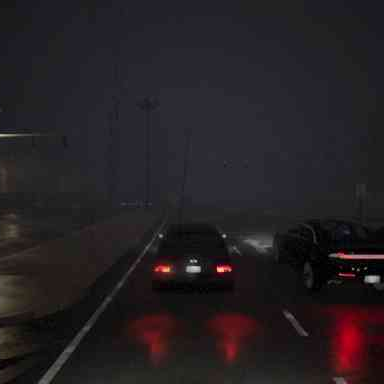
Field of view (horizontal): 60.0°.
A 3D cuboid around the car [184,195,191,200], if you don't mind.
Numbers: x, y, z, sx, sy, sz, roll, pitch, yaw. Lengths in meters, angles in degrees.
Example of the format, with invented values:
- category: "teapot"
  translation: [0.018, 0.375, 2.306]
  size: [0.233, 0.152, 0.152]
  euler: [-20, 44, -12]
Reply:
- category: "car"
  translation: [-1.174, 1.454, 89.328]
  size: [2.033, 1.411, 5.357]
  euler: [0, 0, 0]

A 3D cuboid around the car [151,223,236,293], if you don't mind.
- category: "car"
  translation: [0.019, 1.539, 8.953]
  size: [2.033, 1.411, 5.357]
  euler: [0, 0, 0]

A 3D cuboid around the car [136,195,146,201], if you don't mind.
- category: "car"
  translation: [-12.683, 1.450, 82.436]
  size: [1.812, 1.442, 4.674]
  euler: [0, 0, 0]

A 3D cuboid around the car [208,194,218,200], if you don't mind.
- category: "car"
  translation: [5.826, 1.392, 89.336]
  size: [1.882, 1.535, 5.008]
  euler: [0, 0, 0]

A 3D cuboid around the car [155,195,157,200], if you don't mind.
- category: "car"
  translation: [-9.183, 1.426, 82.571]
  size: [1.837, 1.490, 4.892]
  euler: [0, 0, 0]

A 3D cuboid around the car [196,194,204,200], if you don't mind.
- category: "car"
  translation: [2.326, 1.415, 89.406]
  size: [1.837, 1.490, 4.892]
  euler: [0, 0, 0]

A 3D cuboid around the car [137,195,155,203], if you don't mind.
- category: "car"
  translation: [-9.218, 1.465, 67.119]
  size: [1.812, 1.442, 4.674]
  euler: [0, 0, 1]

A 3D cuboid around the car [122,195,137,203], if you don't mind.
- category: "car"
  translation: [-12.712, 1.441, 66.976]
  size: [1.837, 1.490, 4.892]
  euler: [0, 0, 0]

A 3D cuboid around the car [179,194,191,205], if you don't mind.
- category: "car"
  translation: [-1.213, 1.511, 58.436]
  size: [1.994, 1.385, 4.181]
  euler: [0, 0, 0]

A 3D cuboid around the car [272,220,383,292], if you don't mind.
- category: "car"
  translation: [3.518, 1.483, 8.901]
  size: [2.128, 1.511, 4.902]
  euler: [0, 0, 0]
